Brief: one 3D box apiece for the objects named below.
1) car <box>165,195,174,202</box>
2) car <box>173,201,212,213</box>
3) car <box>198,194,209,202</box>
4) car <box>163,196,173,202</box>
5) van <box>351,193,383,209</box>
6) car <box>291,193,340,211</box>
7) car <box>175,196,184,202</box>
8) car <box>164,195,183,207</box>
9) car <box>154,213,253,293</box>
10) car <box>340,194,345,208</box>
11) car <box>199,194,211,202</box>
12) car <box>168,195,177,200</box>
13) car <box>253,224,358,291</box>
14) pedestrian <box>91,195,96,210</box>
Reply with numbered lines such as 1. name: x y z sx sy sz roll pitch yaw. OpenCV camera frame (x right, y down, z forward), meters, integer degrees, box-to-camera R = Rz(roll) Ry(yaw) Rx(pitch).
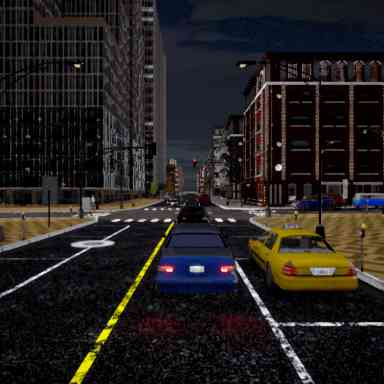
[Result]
1. car: -5.330 1.550 80.263 1.887 1.381 4.507 0 0 0
2. car: 0.080 1.505 18.728 1.837 1.490 4.892 0 0 0
3. car: 2.551 1.320 74.671 2.192 1.841 5.009 0 0 0
4. car: -5.329 1.556 74.670 2.008 1.369 4.403 0 0 0
5. van: 20.963 1.050 39.092 3.998 1.788 1.690 -1 1 -1
6. car: 13.282 1.164 36.530 4.553 1.767 2.097 -1 0 -1
7. car: -2.763 1.557 73.714 1.994 1.385 4.181 0 0 0
8. car: -2.821 1.493 49.830 2.128 1.511 4.902 0 0 -1
9. car: 0.095 1.547 8.987 2.033 1.411 5.357 0 0 0
10. car: 15.307 1.094 39.032 5.009 1.841 2.192 -1 1 -1
11. car: 2.553 1.318 63.485 2.192 1.841 5.009 0 0 0
12. car: -5.331 1.558 91.449 2.008 1.369 4.403 0 0 0
13. car: 2.563 1.525 8.838 1.752 1.417 4.829 0 0 0
14. pedestrian: -12.355 1.270 41.673 0.375 1.860 0.375 0 1 -1
